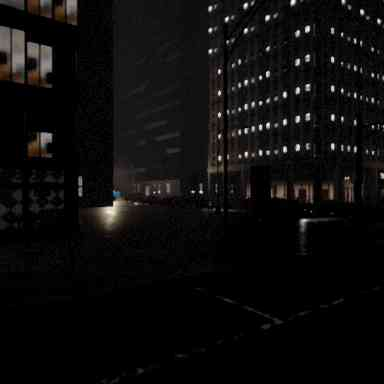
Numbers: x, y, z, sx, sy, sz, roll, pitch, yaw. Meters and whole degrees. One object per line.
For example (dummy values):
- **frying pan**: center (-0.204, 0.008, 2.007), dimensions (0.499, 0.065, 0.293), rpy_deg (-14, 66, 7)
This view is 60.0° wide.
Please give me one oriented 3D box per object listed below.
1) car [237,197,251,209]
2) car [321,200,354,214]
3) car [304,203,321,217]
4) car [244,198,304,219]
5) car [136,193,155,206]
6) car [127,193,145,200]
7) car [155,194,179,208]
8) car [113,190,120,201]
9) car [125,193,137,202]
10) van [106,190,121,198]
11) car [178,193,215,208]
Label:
- **car**: center (6.942, 1.176, 36.082), dimensions (1.882, 1.535, 5.008), rpy_deg (0, 1, -32)
- **car**: center (13.047, 1.356, 31.268), dimensions (1.802, 1.307, 4.206), rpy_deg (1, 0, -32)
- **car**: center (8.194, 1.292, 28.516), dimensions (1.837, 1.490, 4.892), rpy_deg (0, 1, -32)
- **car**: center (6.429, 1.384, 26.575), dimensions (1.802, 1.307, 4.206), rpy_deg (1, 0, -32)
- **car**: center (-5.420, 1.078, 45.024), dimensions (1.752, 1.417, 4.829), rpy_deg (1, 0, -33)
- **car**: center (-11.500, 0.843, 67.810), dimensions (1.947, 1.339, 4.313), rpy_deg (1, 0, -36)
- **car**: center (-2.470, 1.196, 40.529), dimensions (1.802, 1.307, 4.206), rpy_deg (1, 0, -33)
- **car**: center (-14.968, 0.904, 58.903), dimensions (1.887, 1.381, 4.507), rpy_deg (1, 0, -35)
- **car**: center (-9.511, 0.895, 55.811), dimensions (1.882, 1.535, 5.008), rpy_deg (0, 0, -34)
- **van**: center (-18.097, 0.493, 76.653), dimensions (1.690, 1.788, 3.998), rpy_deg (1, 0, -38)
- **car**: center (0.801, 1.122, 40.208), dimensions (2.128, 1.511, 4.902), rpy_deg (0, 1, -33)
